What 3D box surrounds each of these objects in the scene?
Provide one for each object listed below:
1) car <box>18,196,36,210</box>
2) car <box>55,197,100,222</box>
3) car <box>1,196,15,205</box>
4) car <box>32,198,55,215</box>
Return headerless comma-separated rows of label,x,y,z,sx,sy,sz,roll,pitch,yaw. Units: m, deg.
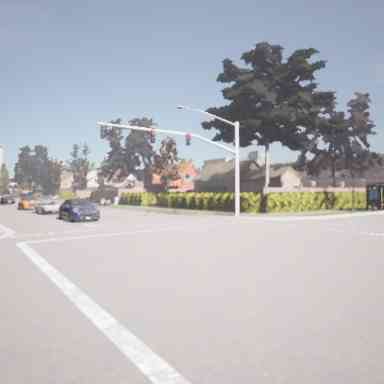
car,-20.481,1.315,42.053,2.097,1.767,4.553,0,0,-36
car,-8.835,1.315,25.986,2.097,1.767,4.553,0,0,-36
car,-32.618,1.457,58.954,2.128,1.511,4.902,0,0,-36
car,-14.584,1.564,33.918,1.895,1.301,4.718,0,0,-36
